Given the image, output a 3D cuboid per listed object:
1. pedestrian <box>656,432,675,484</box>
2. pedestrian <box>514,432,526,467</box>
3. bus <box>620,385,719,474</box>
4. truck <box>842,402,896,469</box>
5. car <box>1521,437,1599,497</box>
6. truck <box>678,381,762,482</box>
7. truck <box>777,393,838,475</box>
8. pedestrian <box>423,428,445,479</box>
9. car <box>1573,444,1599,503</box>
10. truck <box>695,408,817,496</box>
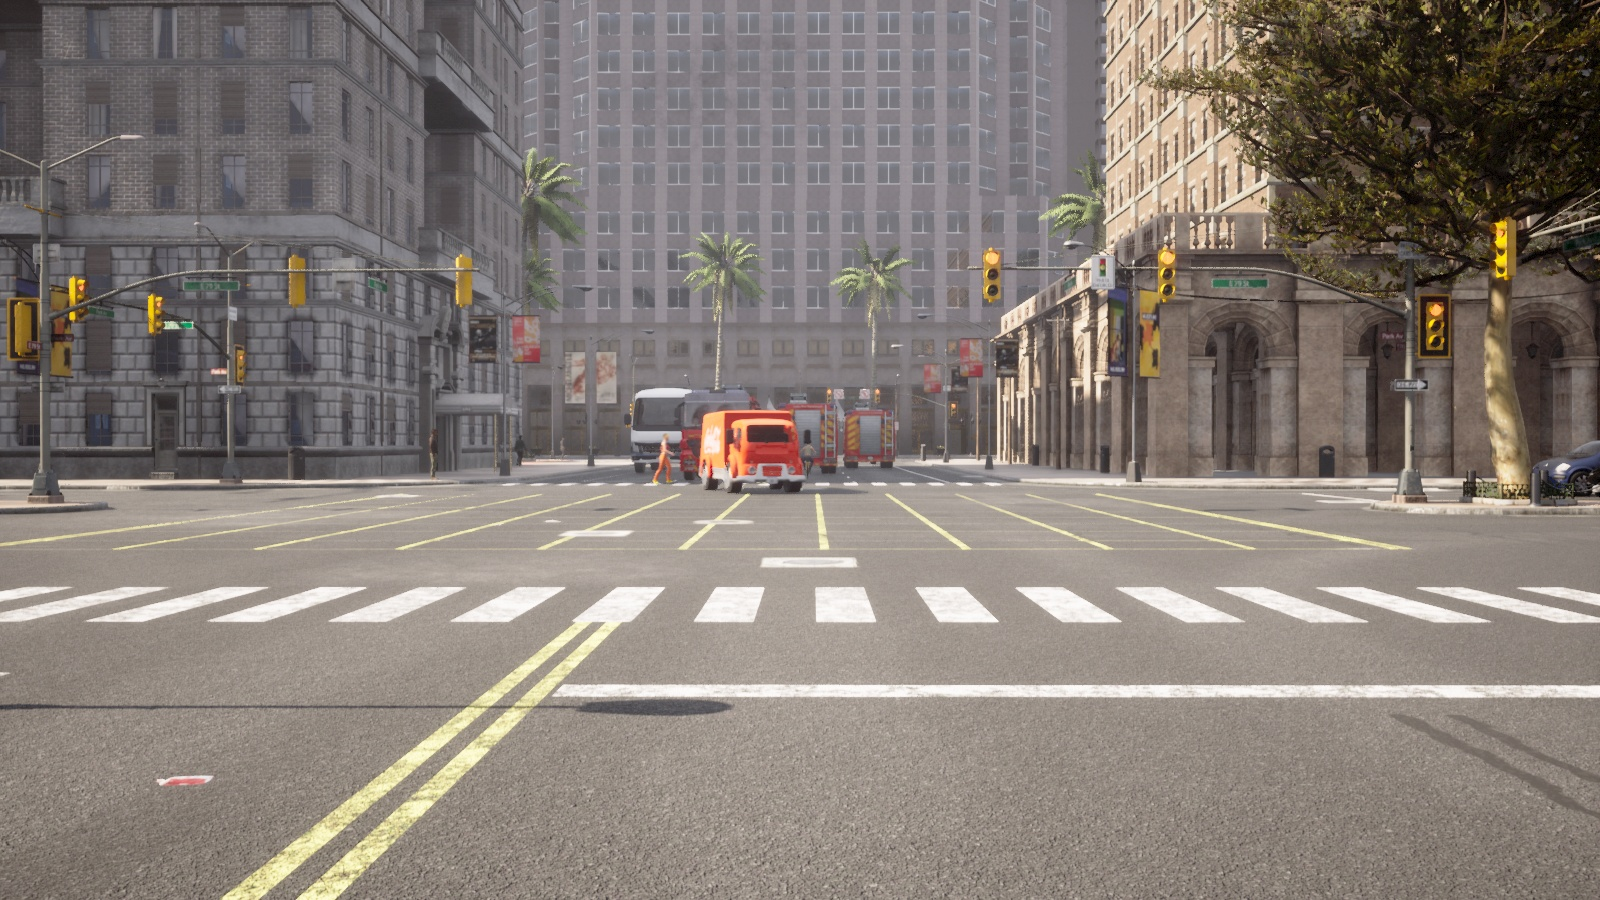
[{"bbox_3d":[-4.807,0.279,44.978,0.594,1.836,0.345,0,0,10],"label":"pedestrian"},{"bbox_3d":[-15.763,-0.015,70.743,0.423,1.949,0.788,0,0,9],"label":"pedestrian"},{"bbox_3d":[-6.585,-1.009,65.258,3.944,4.253,10.273,0,0,1],"label":"bus"},{"bbox_3d":[4.085,-0.850,76.003,2.891,3.827,8.468,0,0,1],"label":"truck"},{"bbox_3d":[22.559,0.463,34.883,3.988,1.617,1.851,0,0,1],"label":"car"},{"bbox_3d":[-3.181,-0.718,51.955,2.891,3.827,8.468,0,0,0],"label":"truck"},{"bbox_3d":[0.391,-0.780,63.232,2.891,3.827,8.468,0,0,0],"label":"truck"},{"bbox_3d":[-13.169,0.134,45.203,0.703,1.840,0.431,0,0,-5],"label":"pedestrian"},{"bbox_3d":[22.365,0.585,31.353,4.792,1.488,2.163,0,0,2],"label":"car"},{"bbox_3d":[-1.442,0.040,38.292,2.627,2.467,5.204,0,0,-15],"label":"truck"}]
